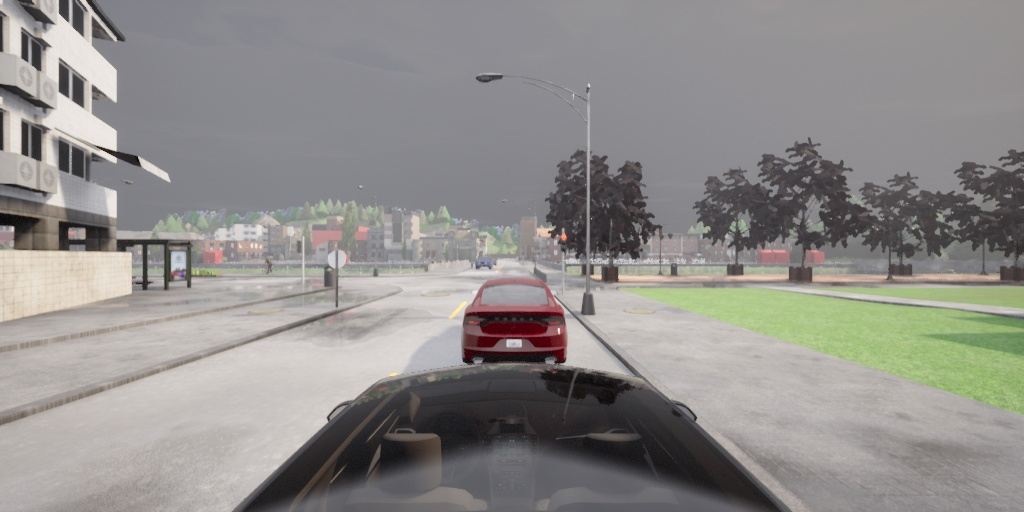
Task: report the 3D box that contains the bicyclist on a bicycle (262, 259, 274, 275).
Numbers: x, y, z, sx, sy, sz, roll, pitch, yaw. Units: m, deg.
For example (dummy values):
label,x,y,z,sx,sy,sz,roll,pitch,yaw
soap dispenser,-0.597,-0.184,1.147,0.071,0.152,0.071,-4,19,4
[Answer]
label,x,y,z,sx,sy,sz,roll,pitch,yaw
bicyclist on a bicycle,-24.021,1.075,35.307,0.582,1.620,1.656,0,0,0

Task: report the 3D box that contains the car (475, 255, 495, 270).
label,x,y,z,sx,sy,sz,roll,pitch,yaw
car,-4.069,0.935,52.255,2.150,2.045,5.566,0,0,1

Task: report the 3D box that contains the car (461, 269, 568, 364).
label,x,y,z,sx,sy,sz,roll,pitch,yaw
car,0.054,1.223,8.115,1.882,1.535,5.008,0,0,0
